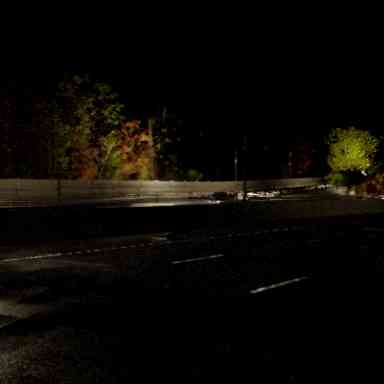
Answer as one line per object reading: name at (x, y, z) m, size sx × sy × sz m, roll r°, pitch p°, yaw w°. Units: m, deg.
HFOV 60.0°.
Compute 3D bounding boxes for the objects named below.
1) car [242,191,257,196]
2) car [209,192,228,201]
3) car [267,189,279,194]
car at (11.947, 0.431, 68.663) m, size 1.812 × 1.442 × 4.674 m, roll 0°, pitch 2°, yaw 30°
car at (4.501, 0.726, 55.306) m, size 1.812 × 1.442 × 4.674 m, roll 0°, pitch 1°, yaw 29°
car at (20.030, -0.104, 81.864) m, size 1.994 × 1.385 × 4.181 m, roll 0°, pitch 3°, yaw 33°
